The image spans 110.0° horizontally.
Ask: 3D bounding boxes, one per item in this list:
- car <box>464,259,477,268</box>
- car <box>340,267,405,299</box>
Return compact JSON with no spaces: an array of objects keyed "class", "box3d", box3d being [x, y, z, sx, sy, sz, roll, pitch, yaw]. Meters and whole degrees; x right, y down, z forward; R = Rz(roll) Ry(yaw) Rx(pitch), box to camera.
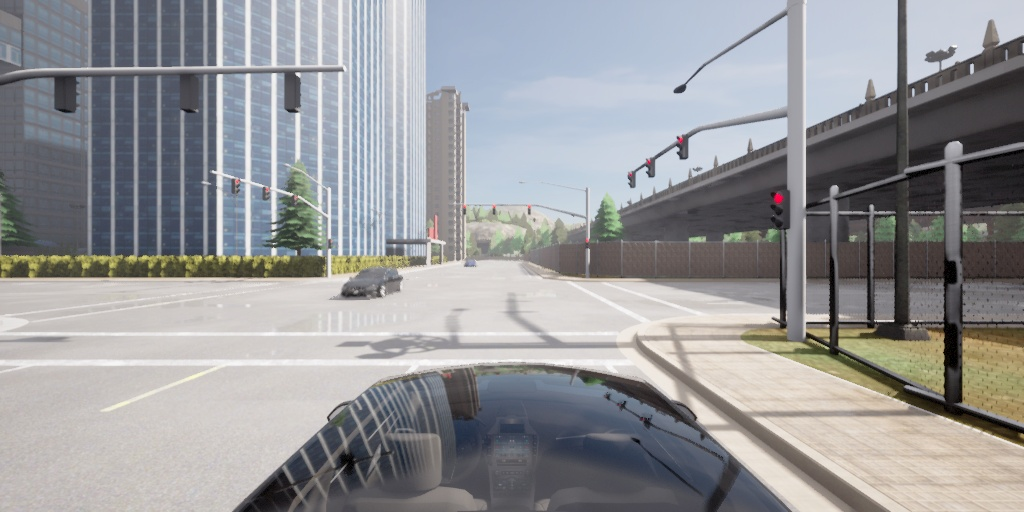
[{"class":"car","box3d":[-7.001,1.301,60.303,1.812,1.442,4.674,0,1,0]},{"class":"car","box3d":[-7.003,1.364,18.496,1.837,1.490,4.892,0,0,0]}]
